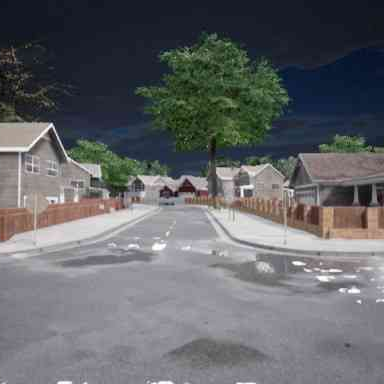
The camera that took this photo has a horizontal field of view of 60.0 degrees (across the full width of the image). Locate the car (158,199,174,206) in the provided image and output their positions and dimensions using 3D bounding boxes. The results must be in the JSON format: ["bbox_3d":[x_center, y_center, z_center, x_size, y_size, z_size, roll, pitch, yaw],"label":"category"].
[{"bbox_3d":[-5.028,2.001,64.897,1.994,1.385,4.181,1,-1,-27],"label":"car"}]
